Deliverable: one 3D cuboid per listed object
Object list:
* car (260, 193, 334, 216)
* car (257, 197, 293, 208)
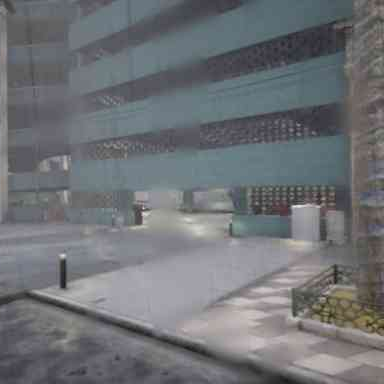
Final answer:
[{"bbox_3d":[7.225,1.105,20.628,5.566,2.045,2.435,-1,-1,36],"label":"car"},{"bbox_3d":[12.232,1.551,49.069,4.674,1.452,2.002,-1,-1,36],"label":"car"}]
